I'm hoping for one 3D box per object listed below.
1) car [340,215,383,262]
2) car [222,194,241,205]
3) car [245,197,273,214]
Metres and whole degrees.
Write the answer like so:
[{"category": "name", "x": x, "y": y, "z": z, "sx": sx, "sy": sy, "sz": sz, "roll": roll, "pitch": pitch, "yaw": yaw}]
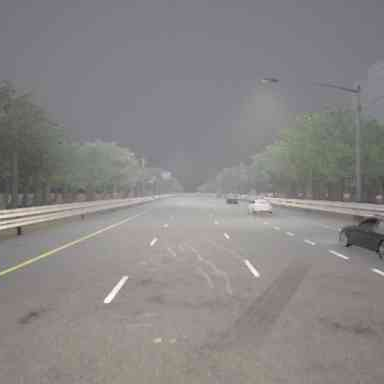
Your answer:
[{"category": "car", "x": 7.012, "y": 1.535, "z": 11.854, "sx": 1.812, "sy": 1.442, "sz": 4.674, "roll": 0, "pitch": 0, "yaw": 0}, {"category": "car", "x": 7.116, "y": 1.495, "z": 60.200, "sx": 1.882, "sy": 1.535, "sz": 5.008, "roll": 0, "pitch": 0, "yaw": 0}, {"category": "car", "x": 7.058, "y": 1.536, "z": 34.628, "sx": 1.812, "sy": 1.442, "sz": 4.674, "roll": 0, "pitch": 0, "yaw": 0}]
